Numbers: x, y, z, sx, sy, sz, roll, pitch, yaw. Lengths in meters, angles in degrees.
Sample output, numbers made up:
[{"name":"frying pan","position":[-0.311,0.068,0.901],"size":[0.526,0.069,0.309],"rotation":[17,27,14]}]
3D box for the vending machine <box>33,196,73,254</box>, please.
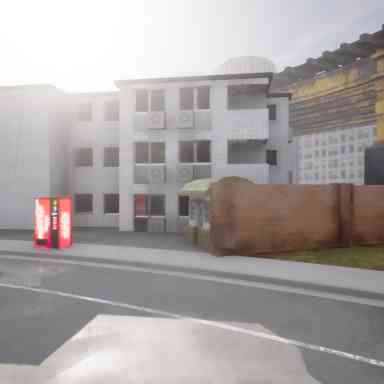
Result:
[{"name":"vending machine","position":[-5.283,1.195,12.694],"size":[0.880,2.100,1.100],"rotation":[0,0,18]}]
